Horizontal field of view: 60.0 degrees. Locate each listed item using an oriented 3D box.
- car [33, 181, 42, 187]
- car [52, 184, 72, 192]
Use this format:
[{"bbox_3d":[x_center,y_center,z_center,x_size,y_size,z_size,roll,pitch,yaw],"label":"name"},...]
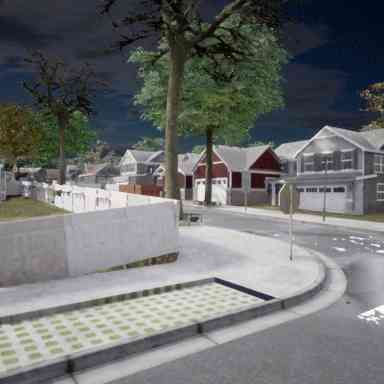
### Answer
[{"bbox_3d":[-35.695,-1.858,77.091,1.837,1.490,4.892,1,1,-35],"label":"car"},{"bbox_3d":[-18.278,-0.442,46.899,2.033,1.411,5.357,1,2,-35],"label":"car"}]
